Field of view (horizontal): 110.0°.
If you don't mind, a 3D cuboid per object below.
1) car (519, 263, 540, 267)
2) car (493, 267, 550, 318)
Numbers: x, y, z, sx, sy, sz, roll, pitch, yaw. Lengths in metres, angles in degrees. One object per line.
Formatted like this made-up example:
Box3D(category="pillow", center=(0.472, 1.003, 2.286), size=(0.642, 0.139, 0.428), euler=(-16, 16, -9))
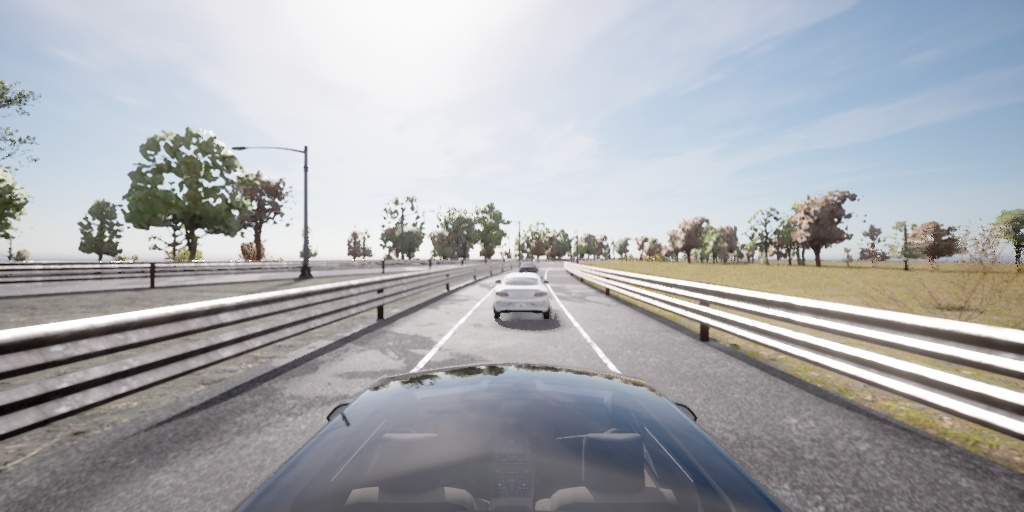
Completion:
Box3D(category="car", center=(1.663, 1.384, 34.924), size=(1.837, 1.490, 4.892), euler=(0, 0, 5))
Box3D(category="car", center=(0.365, 1.320, 13.061), size=(1.812, 1.442, 4.674), euler=(0, 0, 2))
